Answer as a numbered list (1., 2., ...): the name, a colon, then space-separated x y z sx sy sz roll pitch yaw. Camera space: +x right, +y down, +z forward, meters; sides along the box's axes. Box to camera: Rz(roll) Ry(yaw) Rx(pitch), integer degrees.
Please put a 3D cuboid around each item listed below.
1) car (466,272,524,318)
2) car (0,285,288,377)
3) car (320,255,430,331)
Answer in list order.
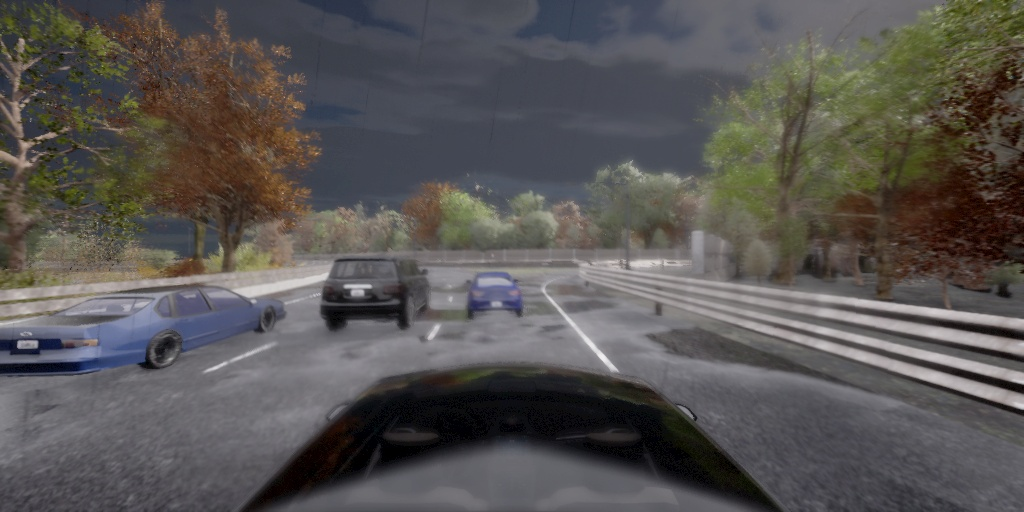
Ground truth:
1. car: -0.683 1.296 13.071 1.812 1.442 4.674 0 0 -6
2. car: -7.193 1.340 7.724 2.033 1.411 5.357 0 0 -3
3. car: -3.991 1.004 11.390 2.150 2.045 5.566 0 0 -5
